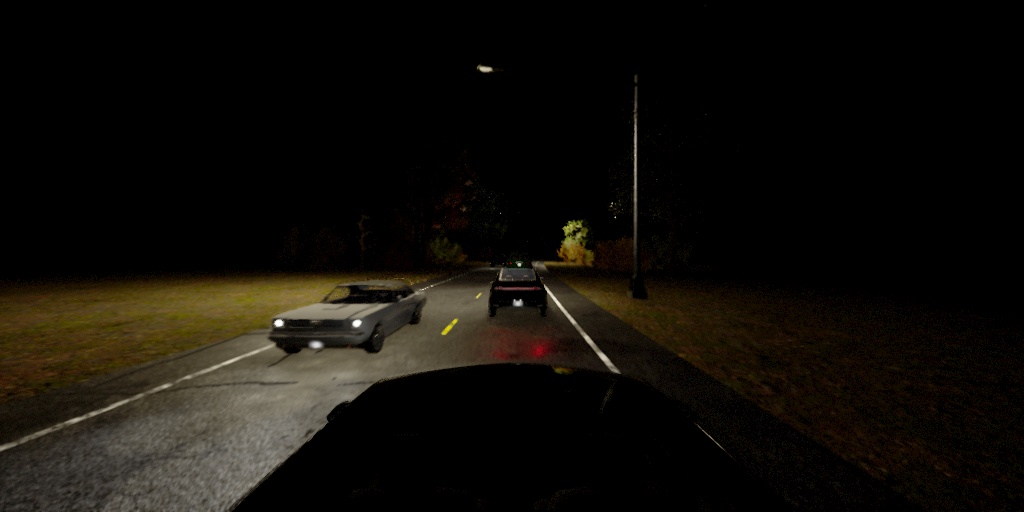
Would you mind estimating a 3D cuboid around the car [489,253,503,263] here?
[{"bbox_3d":[-1.925,0.614,52.390,2.150,2.045,5.566,0,1,4],"label":"car"}]

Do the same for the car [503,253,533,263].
[{"bbox_3d":[0.693,0.772,31.573,2.150,2.045,5.566,0,0,2],"label":"car"}]

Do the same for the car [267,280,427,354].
[{"bbox_3d":[-3.550,1.302,8.736,1.895,1.301,4.718,0,0,1],"label":"car"}]

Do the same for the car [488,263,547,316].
[{"bbox_3d":[0.205,1.168,12.934,2.128,1.511,4.902,0,0,1],"label":"car"}]
